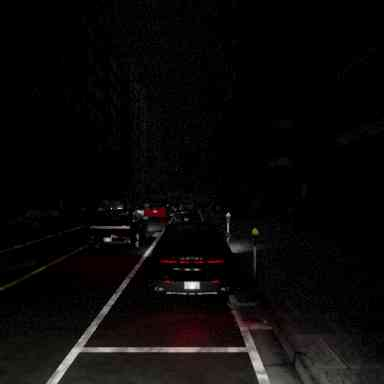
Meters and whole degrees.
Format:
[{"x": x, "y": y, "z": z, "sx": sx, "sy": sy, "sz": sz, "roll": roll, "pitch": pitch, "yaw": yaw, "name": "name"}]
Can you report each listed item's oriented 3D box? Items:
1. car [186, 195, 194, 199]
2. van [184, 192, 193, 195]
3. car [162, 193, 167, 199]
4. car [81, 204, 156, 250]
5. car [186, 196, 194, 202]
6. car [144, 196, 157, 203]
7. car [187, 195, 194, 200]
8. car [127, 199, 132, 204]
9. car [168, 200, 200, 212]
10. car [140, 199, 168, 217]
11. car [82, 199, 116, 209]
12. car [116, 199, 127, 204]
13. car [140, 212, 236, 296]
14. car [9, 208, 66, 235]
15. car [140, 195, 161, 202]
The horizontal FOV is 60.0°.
[{"x": -0.383, "y": 1.439, "z": 35.101, "sx": 1.967, "sy": 1.590, "sz": 4.097, "roll": 0, "pitch": 0, "yaw": 0, "name": "car"}, {"x": -0.383, "y": 1.339, "z": 67.702, "sx": 1.690, "sy": 1.788, "sz": 3.998, "roll": 0, "pitch": 0, "yaw": 0, "name": "van"}, {"x": -8.408, "y": 1.518, "z": 90.251, "sx": 1.752, "sy": 1.417, "sz": 4.829, "roll": 0, "pitch": 0, "yaw": 0, "name": "car"}, {"x": -3.020, "y": 1.496, "z": 14.356, "sx": 2.128, "sy": 1.511, "sz": 4.902, "roll": 0, "pitch": 0, "yaw": 0, "name": "car"}, {"x": -0.383, "y": 1.579, "z": 79.064, "sx": 1.802, "sy": 1.307, "sz": 4.206, "roll": 0, "pitch": 0, "yaw": 0, "name": "car"}, {"x": -8.408, "y": 1.548, "z": 67.693, "sx": 2.008, "sy": 1.369, "sz": 4.403, "roll": 0, "pitch": 0, "yaw": 0, "name": "car"}, {"x": -0.383, "y": 1.575, "z": 90.427, "sx": 1.802, "sy": 1.307, "sz": 4.206, "roll": 0, "pitch": 0, "yaw": 0, "name": "car"}, {"x": -8.408, "y": 1.550, "z": 40.611, "sx": 2.008, "sy": 1.369, "sz": 4.403, "roll": 0, "pitch": 0, "yaw": 0, "name": "car"}, {"x": -0.383, "y": 1.550, "z": 24.063, "sx": 2.008, "sy": 1.369, "sz": 4.403, "roll": 0, "pitch": 0, "yaw": 0, "name": "car"}, {"x": -3.020, "y": 1.573, "z": 29.356, "sx": 1.994, "sy": 1.385, "sz": 4.181, "roll": 0, "pitch": 0, "yaw": 0, "name": "car"}, {"x": -8.408, "y": 1.440, "z": 29.575, "sx": 1.967, "sy": 1.590, "sz": 4.097, "roll": 0, "pitch": 0, "yaw": 0, "name": "car"}, {"x": -8.408, "y": 1.525, "z": 34.923, "sx": 1.752, "sy": 1.417, "sz": 4.829, "roll": 0, "pitch": 0, "yaw": 0, "name": "car"}, {"x": 0.000, "y": 1.503, "z": 8.650, "sx": 1.837, "sy": 1.490, "sz": 4.892, "roll": 0, "pitch": 0, "yaw": 0, "name": "car"}, {"x": -8.408, "y": 1.581, "z": 18.538, "sx": 1.802, "sy": 1.307, "sz": 4.206, "roll": 0, "pitch": 0, "yaw": 0, "name": "car"}, {"x": -5.770, "y": 1.521, "z": 44.356, "sx": 2.128, "sy": 1.511, "sz": 4.902, "roll": 0, "pitch": 0, "yaw": 0, "name": "car"}]
